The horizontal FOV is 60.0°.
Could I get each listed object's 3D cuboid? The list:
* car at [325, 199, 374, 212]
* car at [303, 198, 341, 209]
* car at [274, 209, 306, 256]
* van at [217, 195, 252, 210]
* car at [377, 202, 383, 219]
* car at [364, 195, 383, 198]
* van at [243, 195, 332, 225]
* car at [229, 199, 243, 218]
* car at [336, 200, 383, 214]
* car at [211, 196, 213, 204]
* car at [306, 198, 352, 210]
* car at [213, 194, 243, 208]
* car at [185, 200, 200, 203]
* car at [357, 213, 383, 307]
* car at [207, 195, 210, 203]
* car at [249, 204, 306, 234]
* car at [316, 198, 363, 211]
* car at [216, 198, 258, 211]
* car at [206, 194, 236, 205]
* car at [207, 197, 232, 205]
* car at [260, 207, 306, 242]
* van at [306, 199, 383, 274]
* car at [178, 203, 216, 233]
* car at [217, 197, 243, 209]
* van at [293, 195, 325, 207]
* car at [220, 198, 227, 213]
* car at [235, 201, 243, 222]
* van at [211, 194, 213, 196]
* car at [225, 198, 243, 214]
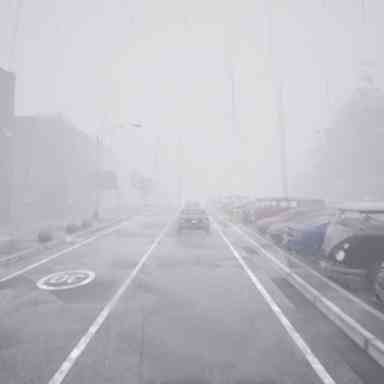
[{"bbox_3d":[18.655,1.619,39.471,4.792,1.488,2.163,0,0,0],"label":"car"},{"bbox_3d":[18.671,1.675,47.827,4.674,1.452,2.002,0,0,0],"label":"car"},{"bbox_3d":[5.641,1.501,11.288,5.008,1.535,2.097,0,0,0],"label":"car"},{"bbox_3d":[5.713,1.392,44.926,4.442,1.987,1.878,0,0,0],"label":"van"},{"bbox_3d":[18.698,1.581,28.456,4.674,1.452,2.002,0,0,0],"label":"car"},{"bbox_3d":[18.665,1.310,33.904,5.566,2.045,2.435,0,0,0],"label":"car"},{"bbox_3d":[5.517,1.293,19.699,4.442,1.987,1.878,0,0,0],"label":"van"},{"bbox_3d":[5.811,1.528,25.305,5.366,1.575,1.946,0,0,0],"label":"car"},{"bbox_3d":[18.717,1.604,36.686,4.792,1.488,2.163,0,0,0],"label":"car"},{"bbox_3d":[5.588,1.634,47.727,4.892,1.521,2.231,0,0,0],"label":"car"},{"bbox_3d":[18.491,1.617,45.042,5.366,1.575,1.946,0,0,0],"label":"car"},{"bbox_3d":[5.633,1.337,39.319,5.566,2.045,2.435,0,0,0],"label":"car"},{"bbox_3d":[0.095,1.701,42.295,1.994,1.385,4.181,0,0,0],"label":"car"},{"bbox_3d":[5.686,1.363,5.682,4.553,1.767,2.185,0,0,0],"label":"car"},{"bbox_3d":[5.616,1.431,56.138,5.566,2.045,2.435,0,0,0],"label":"car"},{"bbox_3d":[5.609,1.543,16.895,4.792,1.488,2.163,0,0,0],"label":"car"},{"bbox_3d":[18.675,1.605,42.256,5.008,1.535,2.097,0,0,0],"label":"car"},{"bbox_3d":[5.595,1.603,42.121,5.008,1.535,2.097,0,0,0],"label":"car"},{"bbox_3d":[5.617,1.501,64.548,5.566,2.045,2.435,0,-1,0],"label":"car"},{"bbox_3d":[5.584,1.783,67.346,4.892,1.521,2.231,0,-1,0],"label":"car"},{"bbox_3d":[5.613,1.537,14.092,4.792,1.488,2.163,0,0,0],"label":"car"},{"bbox_3d":[5.534,1.269,8.486,4.442,1.987,1.878,0,0,0],"label":"van"},{"bbox_3d":[0.098,1.595,19.880,2.033,1.411,5.357,0,0,0],"label":"car"},{"bbox_3d":[5.605,1.574,36.510,4.892,1.521,2.231,0,0,0],"label":"car"},{"bbox_3d":[18.785,1.439,53.401,4.442,1.987,1.878,0,0,0],"label":"van"},{"bbox_3d":[5.584,1.589,33.713,4.792,1.488,2.163,0,0,0],"label":"car"},{"bbox_3d":[5.659,1.555,22.502,4.792,1.488,2.163,0,0,0],"label":"car"},{"bbox_3d":[5.475,1.423,50.533,4.442,1.987,1.878,0,0,0],"label":"van"},{"bbox_3d":[5.616,1.539,28.105,5.008,1.535,2.097,0,0,0],"label":"car"}]
